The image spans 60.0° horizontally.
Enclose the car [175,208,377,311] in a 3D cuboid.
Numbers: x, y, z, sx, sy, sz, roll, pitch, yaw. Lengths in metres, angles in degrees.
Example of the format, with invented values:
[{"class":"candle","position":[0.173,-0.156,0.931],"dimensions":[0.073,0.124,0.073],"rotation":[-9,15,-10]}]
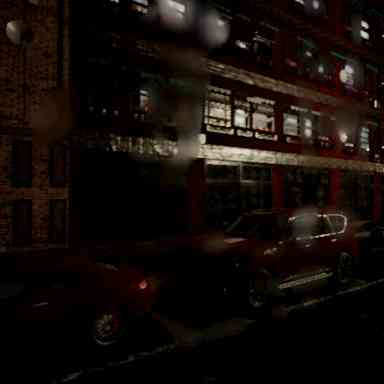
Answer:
[{"class":"car","position":[2.048,1.350,8.033],"dimensions":[5.009,1.841,2.192],"rotation":[0,0,-36]}]

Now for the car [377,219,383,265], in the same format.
[{"class":"car","position":[6.681,1.635,11.346],"dimensions":[4.313,1.339,1.947],"rotation":[0,0,-36]}]

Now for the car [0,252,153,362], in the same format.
[{"class":"car","position":[-2.587,1.585,4.718],"dimensions":[4.206,1.307,1.802],"rotation":[0,0,-36]}]
